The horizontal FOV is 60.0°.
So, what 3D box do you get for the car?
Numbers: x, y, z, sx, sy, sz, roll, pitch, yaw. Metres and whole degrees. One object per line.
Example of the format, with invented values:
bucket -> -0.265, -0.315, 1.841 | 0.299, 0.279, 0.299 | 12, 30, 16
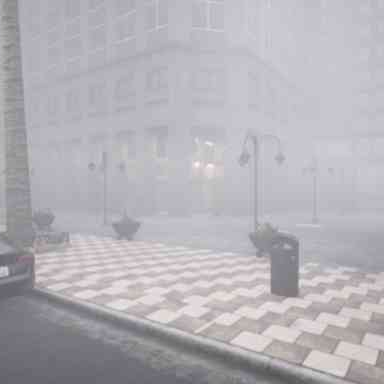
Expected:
car -> -5.392, 1.492, 7.302 | 4.786, 1.482, 2.161 | 0, 0, 35
